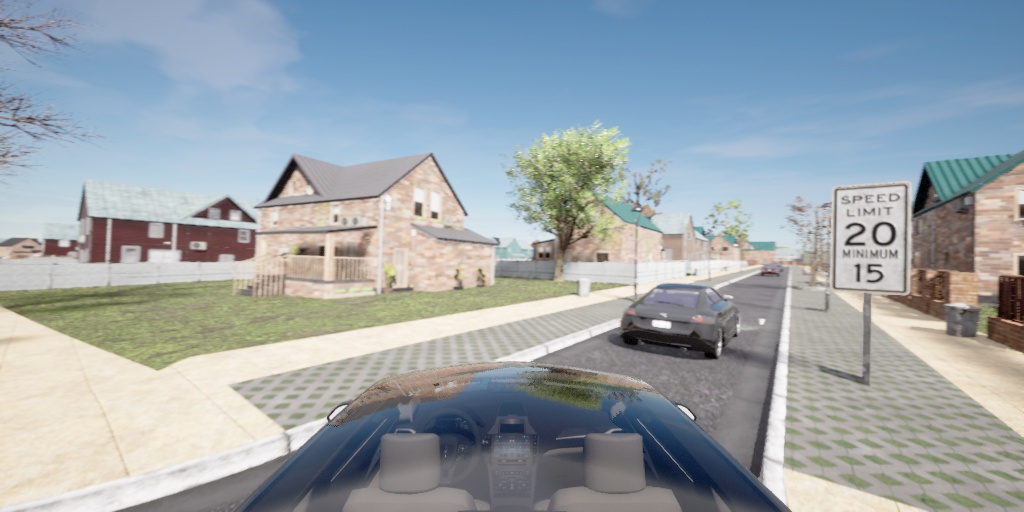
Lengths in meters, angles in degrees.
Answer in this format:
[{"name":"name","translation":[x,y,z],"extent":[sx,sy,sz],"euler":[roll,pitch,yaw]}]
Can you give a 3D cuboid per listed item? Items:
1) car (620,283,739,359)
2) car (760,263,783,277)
[{"name":"car","translation":[4.234,1.356,8.782],"extent":[1.994,1.385,4.181],"euler":[1,0,38]},{"name":"car","translation":[31.001,1.694,42.994],"extent":[2.033,1.411,5.357],"euler":[1,0,38]}]
